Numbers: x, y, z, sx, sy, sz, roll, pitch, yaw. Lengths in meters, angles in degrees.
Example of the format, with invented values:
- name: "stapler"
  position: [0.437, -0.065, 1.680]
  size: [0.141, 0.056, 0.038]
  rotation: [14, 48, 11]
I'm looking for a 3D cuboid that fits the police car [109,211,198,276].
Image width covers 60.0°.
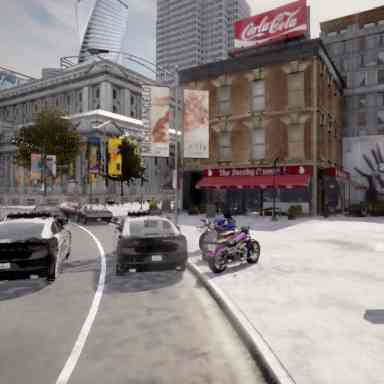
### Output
- name: "police car"
  position: [-1.526, 1.424, 10.675]
  size: [1.930, 1.638, 5.238]
  rotation: [0, 0, -15]

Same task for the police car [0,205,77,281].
- name: "police car"
  position: [-4.747, 1.421, 9.823]
  size: [1.930, 1.638, 5.238]
  rotation: [0, 0, -14]

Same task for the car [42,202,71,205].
- name: "car"
  position: [-9.891, 1.540, 22.465]
  size: [2.033, 1.411, 5.357]
  rotation: [0, 0, -30]

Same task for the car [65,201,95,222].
- name: "car"
  position: [-10.641, 1.512, 29.304]
  size: [2.002, 1.452, 4.674]
  rotation: [0, 0, -38]
